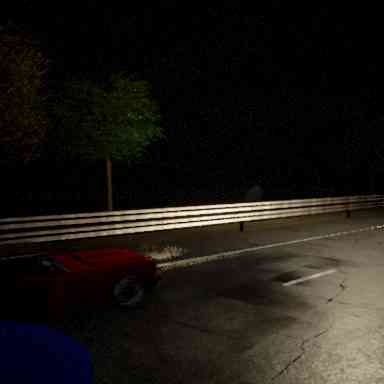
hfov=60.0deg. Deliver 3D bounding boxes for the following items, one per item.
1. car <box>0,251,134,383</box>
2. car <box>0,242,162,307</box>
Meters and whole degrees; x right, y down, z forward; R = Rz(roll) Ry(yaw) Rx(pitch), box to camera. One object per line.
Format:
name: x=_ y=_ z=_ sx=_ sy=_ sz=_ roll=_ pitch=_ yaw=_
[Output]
car: x=-2.997 y=1.519 z=1.604 sx=5.008 sy=1.535 sz=1.882 roll=-2 pitch=1 yaw=-36
car: x=-2.948 y=1.581 z=5.946 sx=4.718 sy=1.301 sz=1.895 roll=-2 pitch=1 yaw=-36
